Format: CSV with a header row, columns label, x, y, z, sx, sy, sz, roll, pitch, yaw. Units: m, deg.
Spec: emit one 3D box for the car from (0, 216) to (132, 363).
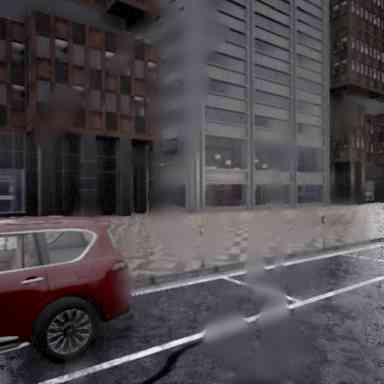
label,x,y,z,sx,sy,sz,roll,pitch,yaw
car,-3.242,1.316,4.341,5.009,1.841,2.192,0,0,-36
